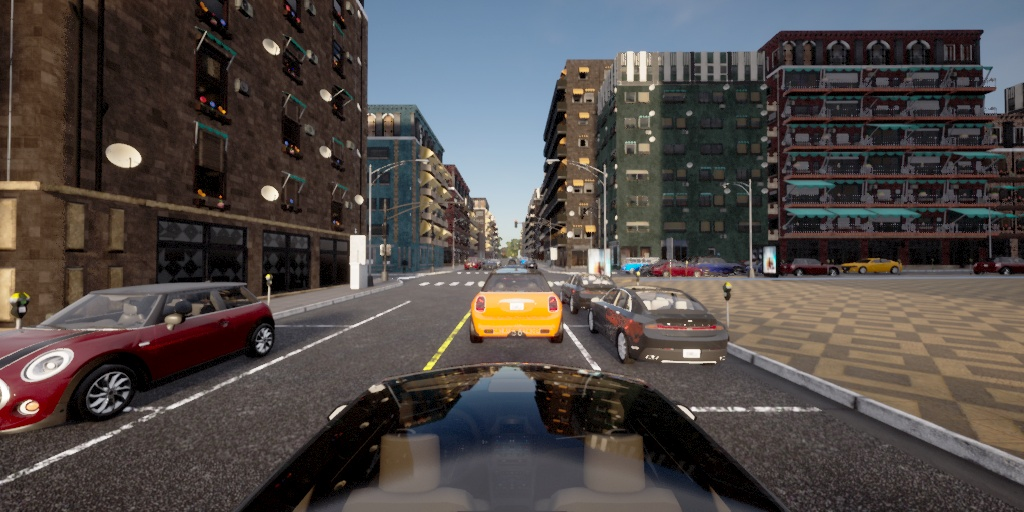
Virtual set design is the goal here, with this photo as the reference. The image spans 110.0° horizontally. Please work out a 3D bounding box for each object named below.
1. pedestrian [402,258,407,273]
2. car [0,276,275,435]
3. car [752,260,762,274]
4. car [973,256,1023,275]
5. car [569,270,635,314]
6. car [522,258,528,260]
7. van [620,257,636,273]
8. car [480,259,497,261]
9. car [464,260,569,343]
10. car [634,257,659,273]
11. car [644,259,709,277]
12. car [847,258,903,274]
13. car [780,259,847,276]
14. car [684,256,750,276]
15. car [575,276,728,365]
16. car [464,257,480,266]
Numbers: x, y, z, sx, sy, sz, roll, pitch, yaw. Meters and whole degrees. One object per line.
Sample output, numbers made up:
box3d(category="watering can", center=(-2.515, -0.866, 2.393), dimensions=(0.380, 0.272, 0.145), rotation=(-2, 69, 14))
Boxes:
box3d(category="pedestrian", center=(-12.501, 1.092, 41.567), dimensions=(0.375, 1.860, 0.375), rotation=(0, 0, 0))
box3d(category="car", center=(-5.816, 1.190, 5.599), dimensions=(1.967, 1.591, 4.097), rotation=(0, 0, 0))
box3d(category="car", center=(25.175, 1.121, 35.728), dimensions=(5.357, 1.411, 2.033), rotation=(0, -1, 0))
box3d(category="car", center=(41.364, 0.807, 29.800), dimensions=(4.097, 1.591, 1.967), rotation=(0, 0, 0))
box3d(category="car", center=(2.829, 1.302, 13.398), dimensions=(2.007, 1.370, 4.403), rotation=(0, 0, 0))
box3d(category="car", center=(2.726, 1.327, 51.591), dimensions=(1.948, 1.339, 4.313), rotation=(0, 0, 0))
box3d(category="van", center=(13.796, 1.040, 38.397), dimensions=(3.998, 1.789, 1.690), rotation=(0, 0, 0))
box3d(category="car", center=(-3.068, 1.325, 50.950), dimensions=(1.994, 1.385, 4.181), rotation=(0, 0, -1))
box3d(category="car", center=(0.103, 1.103, 9.810), dimensions=(2.097, 1.767, 4.553), rotation=(0, 0, 0))
box3d(category="car", center=(15.225, 1.142, 35.807), dimensions=(4.902, 1.511, 2.128), rotation=(0, -1, 1))
box3d(category="car", center=(13.728, 1.158, 30.017), dimensions=(4.207, 1.307, 1.802), rotation=(0, 0, 0))
box3d(category="car", center=(35.624, 0.973, 35.636), dimensions=(5.008, 1.535, 1.882), rotation=(0, -1, 1))
box3d(category="car", center=(24.783, 0.931, 29.930), dimensions=(4.097, 1.591, 1.967), rotation=(0, 0, 0))
box3d(category="car", center=(18.525, 0.929, 32.584), dimensions=(4.553, 1.767, 2.097), rotation=(0, -1, 0))
box3d(category="car", center=(2.825, 1.301, 7.828), dimensions=(2.007, 1.370, 4.403), rotation=(0, 0, 0))
box3d(category="car", center=(-5.655, 1.076, 51.637), dimensions=(2.192, 1.841, 5.009), rotation=(0, 0, 0))
